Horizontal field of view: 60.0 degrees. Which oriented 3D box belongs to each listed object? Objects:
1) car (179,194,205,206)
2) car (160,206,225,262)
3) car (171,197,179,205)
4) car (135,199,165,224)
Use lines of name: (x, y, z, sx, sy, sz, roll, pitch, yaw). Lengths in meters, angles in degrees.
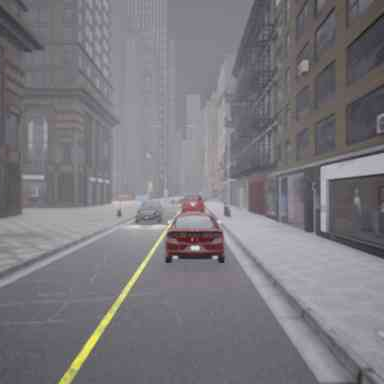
car: (0.108, 1.241, 32.229, 2.150, 2.045, 5.566, 0, 0, 0)
car: (0.100, 1.476, 12.143, 1.882, 1.535, 5.008, 0, 0, 0)
car: (-3.013, 1.714, 63.219, 1.812, 1.442, 4.674, 0, 0, 1)
car: (-3.094, 1.509, 25.125, 1.837, 1.490, 4.892, 0, 0, 0)
